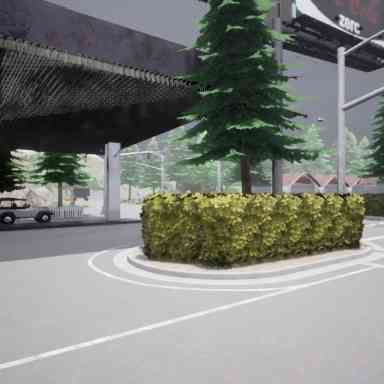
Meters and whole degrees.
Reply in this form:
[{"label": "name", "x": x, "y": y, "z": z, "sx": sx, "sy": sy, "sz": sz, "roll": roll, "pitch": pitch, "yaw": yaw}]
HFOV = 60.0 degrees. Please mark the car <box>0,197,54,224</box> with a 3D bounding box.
[{"label": "car", "x": -11.963, "y": 1.313, "z": 23.490, "sx": 3.866, "sy": 1.878, "sz": 1.905, "roll": 0, "pitch": 0, "yaw": -36}]
